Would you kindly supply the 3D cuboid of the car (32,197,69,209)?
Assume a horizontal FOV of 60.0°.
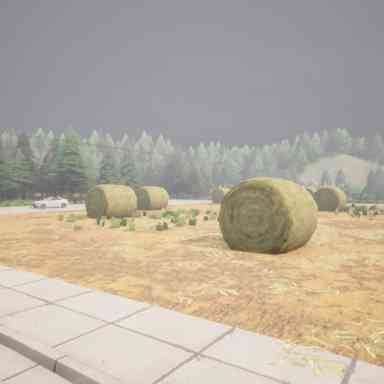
[{"bbox_3d":[-18.440,1.391,43.483,1.812,1.442,4.674,0,0,36],"label":"car"}]
